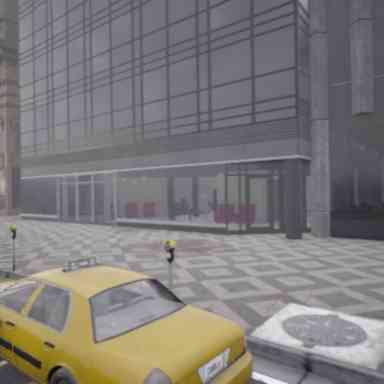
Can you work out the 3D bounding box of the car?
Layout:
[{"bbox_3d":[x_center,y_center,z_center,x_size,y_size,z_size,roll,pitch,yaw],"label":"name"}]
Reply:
[{"bbox_3d":[-1.614,1.548,4.426,4.829,1.417,1.752,-1,0,38],"label":"car"}]
